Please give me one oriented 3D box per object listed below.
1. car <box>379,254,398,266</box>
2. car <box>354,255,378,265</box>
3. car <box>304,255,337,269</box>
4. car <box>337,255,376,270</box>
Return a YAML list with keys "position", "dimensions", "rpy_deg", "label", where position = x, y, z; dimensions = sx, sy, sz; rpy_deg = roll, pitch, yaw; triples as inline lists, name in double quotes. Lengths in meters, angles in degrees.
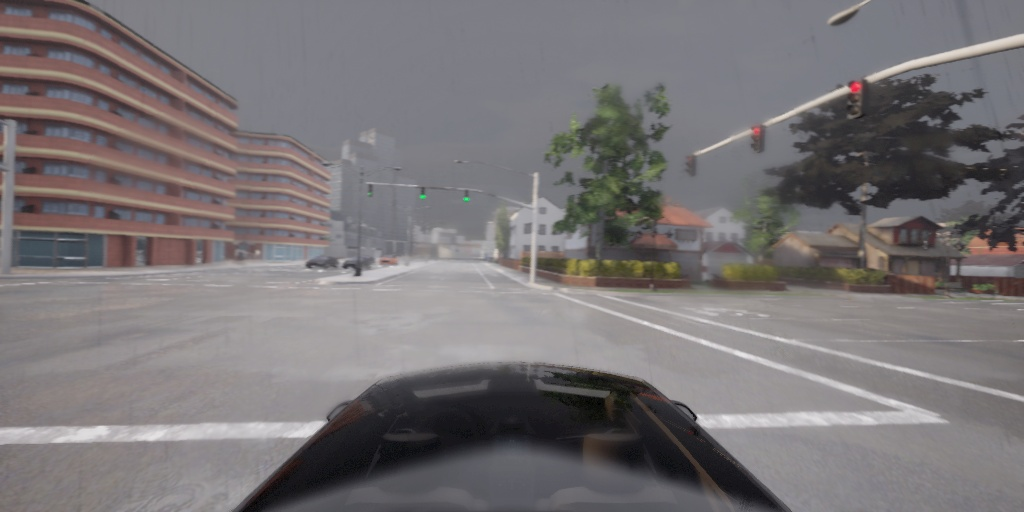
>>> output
- position: [-18.769, 0.535, 54.654]
  dimensions: [2.097, 1.767, 4.553]
  rpy_deg: [2, 0, -7]
  label: "car"
- position: [-22.354, 0.606, 55.169]
  dimensions: [2.033, 1.411, 5.357]
  rpy_deg: [2, 0, -7]
  label: "car"
- position: [-20.237, 0.651, 38.567]
  dimensions: [2.033, 1.411, 5.357]
  rpy_deg: [2, 0, -7]
  label: "car"
- position: [-16.769, 0.773, 39.020]
  dimensions: [2.033, 1.411, 5.357]
  rpy_deg: [2, 0, -7]
  label: "car"
